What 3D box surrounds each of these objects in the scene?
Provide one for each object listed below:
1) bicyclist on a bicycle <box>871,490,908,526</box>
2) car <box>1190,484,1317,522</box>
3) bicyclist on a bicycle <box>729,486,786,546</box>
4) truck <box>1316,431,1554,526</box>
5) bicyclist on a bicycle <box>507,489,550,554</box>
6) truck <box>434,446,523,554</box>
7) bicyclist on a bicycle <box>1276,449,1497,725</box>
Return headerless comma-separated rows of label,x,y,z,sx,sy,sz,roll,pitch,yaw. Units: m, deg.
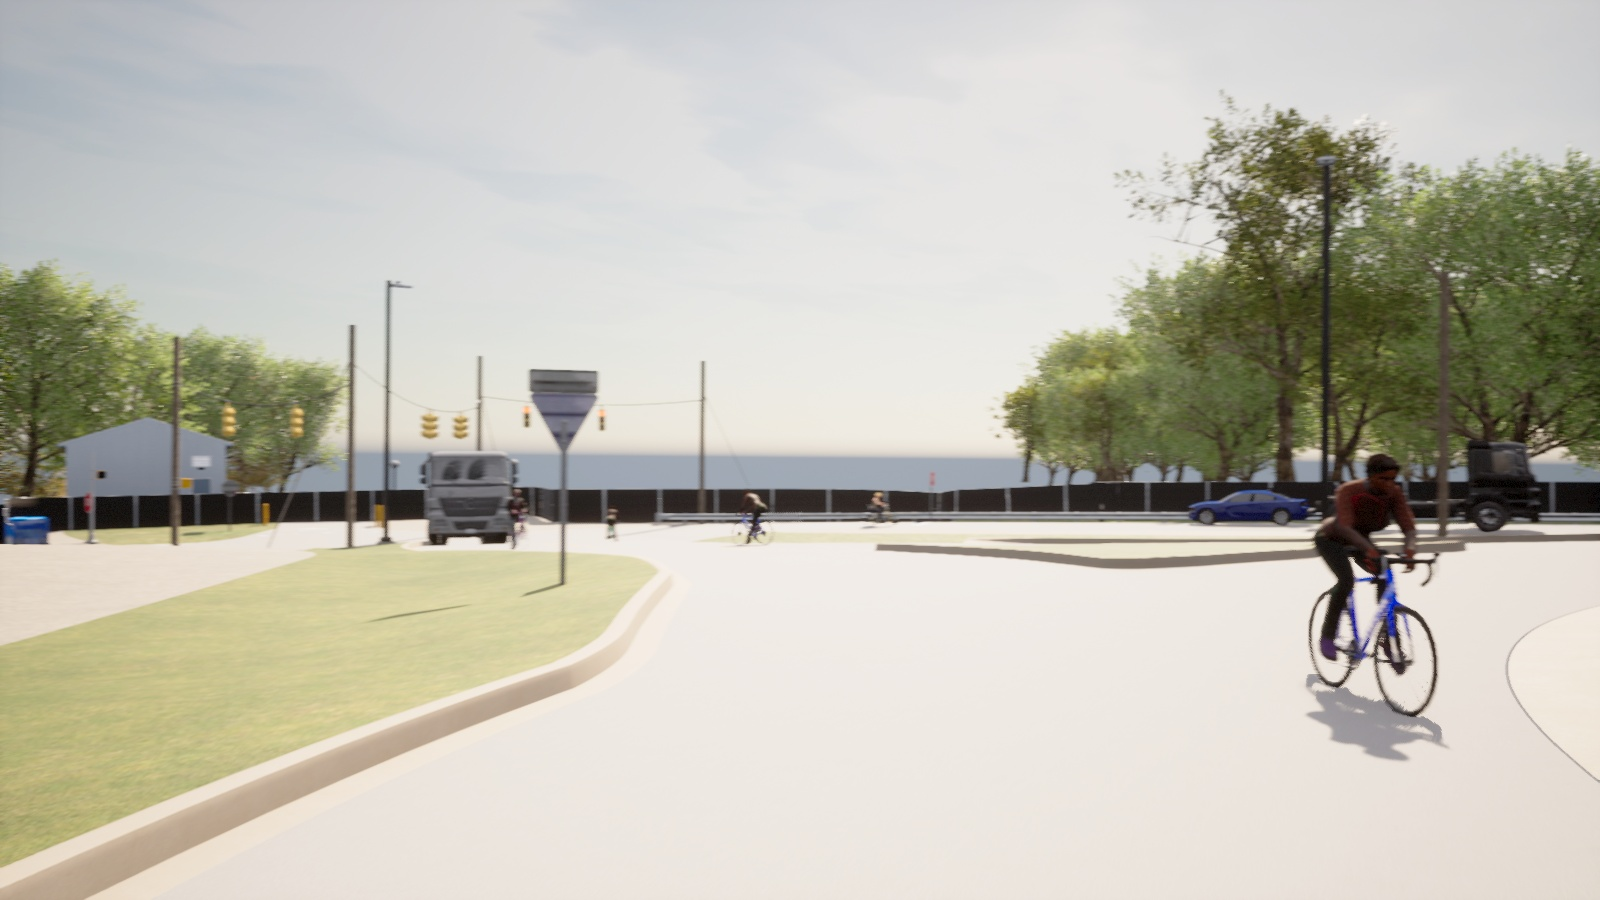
bicyclist on a bicycle,4.125,2.678,57.857,1.509,1.612,0.866,-1,0,17
car,19.802,2.311,54.844,5.008,1.535,1.882,-2,-1,26
bicyclist on a bicycle,-1.203,1.879,35.412,1.656,1.620,0.582,-5,-6,43
truck,24.439,1.156,48.717,7.936,3.462,2.891,-2,-1,26
bicyclist on a bicycle,-7.656,2.014,35.332,0.659,1.776,1.843,0,-3,-28
truck,-12.313,2.024,47.542,2.891,3.462,7.936,-1,-6,-17
bicyclist on a bicycle,3.769,0.810,8.222,0.582,1.620,1.656,1,0,-3
